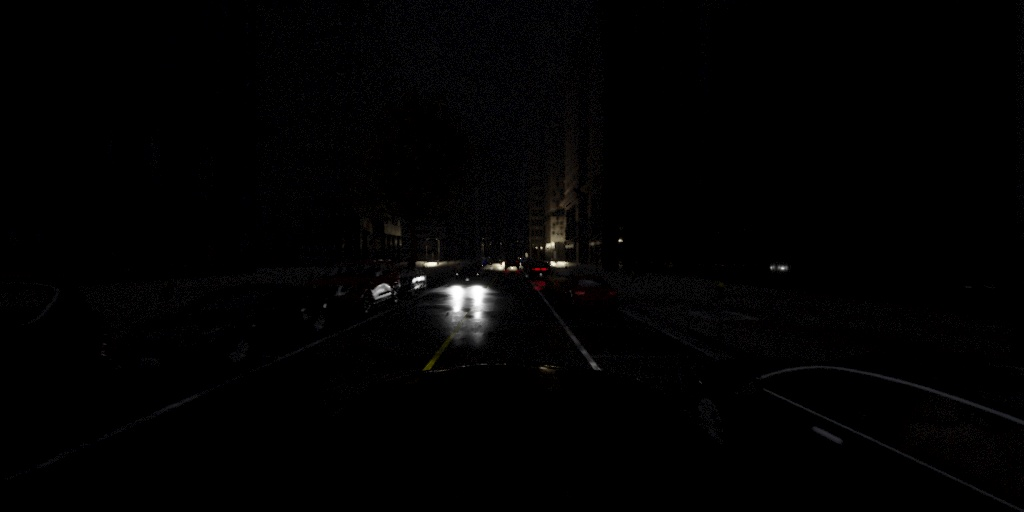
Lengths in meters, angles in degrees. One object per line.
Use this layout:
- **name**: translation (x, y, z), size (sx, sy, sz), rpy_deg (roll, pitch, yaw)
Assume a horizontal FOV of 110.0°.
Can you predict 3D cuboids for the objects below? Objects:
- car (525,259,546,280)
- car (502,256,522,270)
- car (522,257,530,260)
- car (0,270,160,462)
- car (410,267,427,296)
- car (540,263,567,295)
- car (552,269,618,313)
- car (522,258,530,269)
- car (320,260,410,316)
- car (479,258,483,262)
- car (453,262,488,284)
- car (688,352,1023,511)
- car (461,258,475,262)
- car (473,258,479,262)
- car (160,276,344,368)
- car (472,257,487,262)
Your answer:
- **car**: translation (2.354, 1.250, 31.662), size (1.837, 1.490, 4.892), rpy_deg (0, 0, 0)
- **car**: translation (0.008, 0.973, 52.978), size (2.150, 2.045, 5.566), rpy_deg (0, 0, 0)
- **car**: translation (2.761, 1.191, 53.316), size (1.967, 1.591, 4.097), rpy_deg (0, 0, 0)
- **car**: translation (-5.762, 1.065, 2.211), size (2.192, 1.841, 5.009), rpy_deg (0, 0, 0)
- **car**: translation (-5.763, 1.297, 19.243), size (2.007, 1.370, 4.403), rpy_deg (0, 0, 0)
- **car**: translation (2.762, 1.272, 19.421), size (1.751, 1.417, 4.829), rpy_deg (0, 0, 0)
- **car**: translation (2.762, 1.329, 13.573), size (1.802, 1.307, 4.207), rpy_deg (0, 0, 0)
- **car**: translation (2.761, 1.300, 47.638), size (2.007, 1.370, 4.403), rpy_deg (0, 0, 0)
- **car**: translation (-5.763, 1.062, 13.566), size (2.192, 1.841, 5.009), rpy_deg (0, 0, 0)
- **car**: translation (-5.764, 1.333, 53.307), size (1.802, 1.307, 4.207), rpy_deg (0, 0, 0)
- **car**: translation (-3.099, 1.347, 27.119), size (1.895, 1.301, 4.718), rpy_deg (0, 0, 0)
- **car**: translation (2.763, 1.300, 2.218), size (2.007, 1.370, 4.403), rpy_deg (0, 0, 0)
- **car**: translation (-5.764, 1.273, 41.782), size (1.751, 1.417, 4.829), rpy_deg (0, 0, 0)
- **car**: translation (-5.764, 1.331, 47.630), size (1.802, 1.307, 4.207), rpy_deg (0, 0, 0)
- **car**: translation (-5.763, 1.314, 7.889), size (1.948, 1.339, 4.313), rpy_deg (0, 0, 0)
- **car**: translation (-5.764, 1.067, 58.985), size (2.192, 1.841, 5.009), rpy_deg (0, 0, 0)
